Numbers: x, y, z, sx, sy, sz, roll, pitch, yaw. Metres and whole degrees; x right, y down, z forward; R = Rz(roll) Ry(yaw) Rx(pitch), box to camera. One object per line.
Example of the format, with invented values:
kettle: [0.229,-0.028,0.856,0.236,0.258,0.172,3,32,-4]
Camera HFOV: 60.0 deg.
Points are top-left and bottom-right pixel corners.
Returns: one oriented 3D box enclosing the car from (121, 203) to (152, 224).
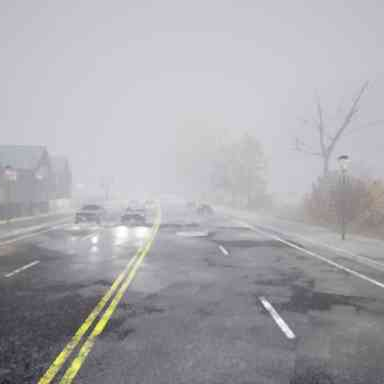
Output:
car: [-4.469,1.763,26.377,1.895,1.301,4.718,0,0,-4]

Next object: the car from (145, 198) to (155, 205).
car: [-8.572,1.933,68.103,1.994,1.385,4.181,0,0,-6]

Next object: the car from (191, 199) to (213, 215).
car: [1.273,1.790,38.129,1.812,1.442,4.674,0,0,-5]

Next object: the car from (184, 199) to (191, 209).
car: [-0.230,1.835,51.780,2.128,1.511,4.902,0,0,-6]

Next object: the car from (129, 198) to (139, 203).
car: [-11.799,1.956,67.716,1.895,1.301,4.718,0,0,-6]

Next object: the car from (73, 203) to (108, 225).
car: [-7.680,1.648,25.635,1.837,1.490,4.892,0,0,-4]
